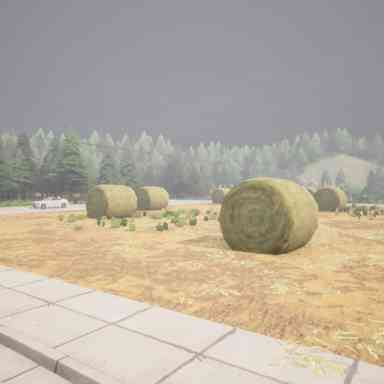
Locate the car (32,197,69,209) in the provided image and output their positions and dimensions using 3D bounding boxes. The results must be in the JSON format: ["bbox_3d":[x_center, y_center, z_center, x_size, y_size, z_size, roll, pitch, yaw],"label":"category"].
[{"bbox_3d":[-18.422,1.404,43.468,1.812,1.442,4.674,0,0,36],"label":"car"}]
